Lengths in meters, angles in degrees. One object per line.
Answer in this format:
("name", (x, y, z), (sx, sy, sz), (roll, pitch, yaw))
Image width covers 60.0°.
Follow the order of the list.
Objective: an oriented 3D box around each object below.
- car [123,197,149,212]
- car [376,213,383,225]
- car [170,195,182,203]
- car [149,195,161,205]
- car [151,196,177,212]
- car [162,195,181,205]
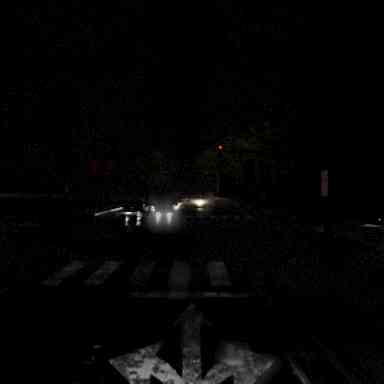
("car", (-6.334, 1.466, 37.121), (1.994, 1.385, 4.181), (0, 0, -1))
("car", (15.951, 1.743, 24.154), (4.674, 1.442, 1.812), (1, -1, 0))
("car", (-3.097, 1.316, 66.838), (2.128, 1.511, 4.902), (0, 0, 0))
("car", (-6.360, 1.462, 50.816), (1.895, 1.301, 4.718), (0, 0, 0))
("car", (-3.081, 1.466, 37.586), (1.994, 1.385, 4.181), (0, 0, 0))
("car", (-3.107, 1.337, 51.383), (1.882, 1.535, 5.008), (0, 0, 0))
